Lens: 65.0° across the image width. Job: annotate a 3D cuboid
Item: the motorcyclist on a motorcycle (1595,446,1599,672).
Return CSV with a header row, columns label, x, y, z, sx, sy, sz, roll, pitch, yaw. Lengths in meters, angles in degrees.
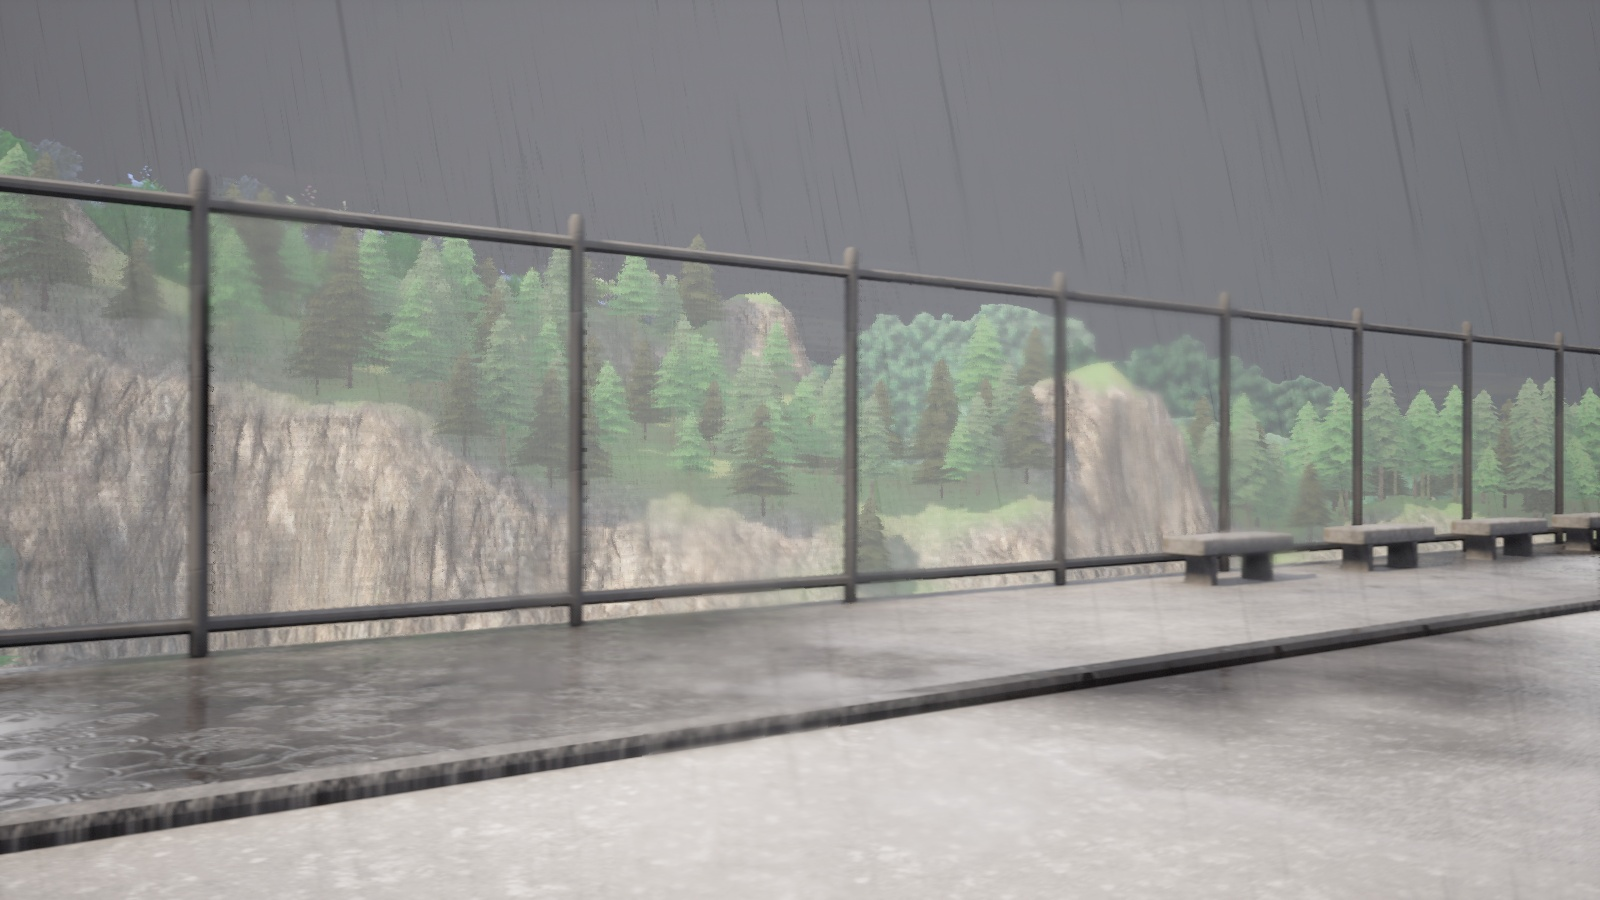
label,x,y,z,sx,sy,sz,roll,pitch,yaw
motorcyclist on a motorcycle,6.452,0.735,8.759,2.044,1.523,0.797,0,0,-35
